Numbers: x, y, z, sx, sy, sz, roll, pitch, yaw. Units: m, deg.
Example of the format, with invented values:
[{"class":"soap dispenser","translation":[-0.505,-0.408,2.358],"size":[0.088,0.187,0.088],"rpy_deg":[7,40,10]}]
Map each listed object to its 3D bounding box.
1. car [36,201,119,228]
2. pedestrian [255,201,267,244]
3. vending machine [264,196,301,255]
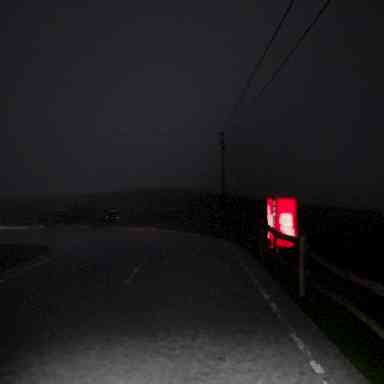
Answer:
[{"class":"car","translation":[-6.903,1.336,20.188],"size":[4.902,1.511,2.128],"rpy_deg":[0,0,5]},{"class":"pedestrian","translation":[2.879,1.291,14.007],"size":[0.375,1.860,0.375],"rpy_deg":[0,0,-10]},{"class":"vending machine","translation":[3.346,1.192,12.367],"size":[1.100,2.100,0.880],"rpy_deg":[0,0,-1]}]
